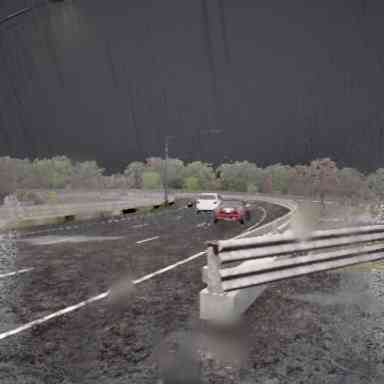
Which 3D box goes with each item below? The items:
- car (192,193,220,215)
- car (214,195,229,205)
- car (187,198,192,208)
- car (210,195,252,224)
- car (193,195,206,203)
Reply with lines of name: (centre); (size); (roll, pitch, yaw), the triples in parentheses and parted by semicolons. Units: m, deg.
car: (1.991, 1.139, 33.254); (2.150, 2.045, 5.566); (0, 0, 14)
car: (4.890, 1.357, 55.961); (2.128, 1.511, 4.902); (0, 0, 2)
car: (0.592, 1.485, 45.034); (1.895, 1.301, 4.718); (0, 0, 8)
car: (3.118, 1.295, 24.462); (2.097, 1.767, 4.553); (0, 0, 18)
car: (1.323, 1.327, 63.779); (2.128, 1.511, 4.902); (0, 0, -3)
